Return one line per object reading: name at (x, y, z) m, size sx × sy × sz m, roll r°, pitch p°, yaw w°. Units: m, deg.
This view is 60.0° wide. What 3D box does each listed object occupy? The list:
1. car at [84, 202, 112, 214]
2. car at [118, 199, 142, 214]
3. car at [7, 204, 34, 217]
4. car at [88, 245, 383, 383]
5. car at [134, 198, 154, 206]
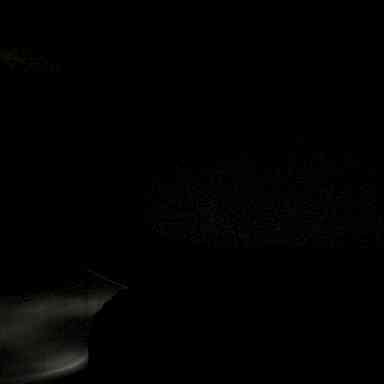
car at (-11.670, 1.977, 41.299) m, size 1.812 × 1.442 × 4.674 m, roll 0°, pitch 0°, yaw 12°
car at (-7.783, 2.003, 42.515) m, size 1.994 × 1.385 × 4.181 m, roll -1°, pitch 0°, yaw 12°
car at (-19.682, 2.031, 37.301) m, size 1.994 × 1.385 × 4.181 m, roll 0°, pitch -1°, yaw 9°
car at (0.905, 1.380, 3.591) m, size 4.553 × 1.767 × 2.097 m, roll -1°, pitch -1°, yaw 38°
car at (-10.428, 2.178, 73.002) m, size 1.837 × 1.490 × 4.892 m, roll -1°, pitch -1°, yaw 29°
